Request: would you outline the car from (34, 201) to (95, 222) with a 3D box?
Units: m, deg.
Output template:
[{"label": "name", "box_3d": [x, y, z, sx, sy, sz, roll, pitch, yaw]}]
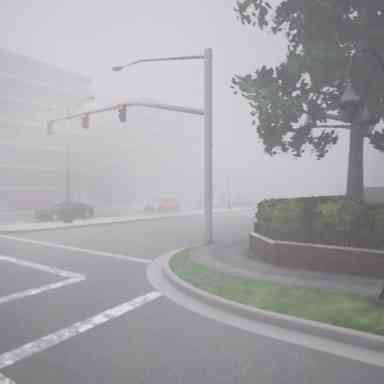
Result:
[{"label": "car", "box_3d": [-10.197, 1.520, 26.835, 1.837, 1.490, 4.892, 0, 0, 36]}]

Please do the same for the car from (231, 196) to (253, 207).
[{"label": "car", "box_3d": [7.672, 1.366, 51.377, 2.097, 1.767, 4.553, 0, 0, 36]}]

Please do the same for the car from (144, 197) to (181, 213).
[{"label": "car", "box_3d": [-3.203, 1.365, 36.467, 2.097, 1.767, 4.553, 0, 0, 36]}]

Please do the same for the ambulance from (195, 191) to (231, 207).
[{"label": "ambulance", "box_3d": [2.958, 1.046, 50.741, 2.351, 2.431, 6.366, 0, 0, 36]}]
